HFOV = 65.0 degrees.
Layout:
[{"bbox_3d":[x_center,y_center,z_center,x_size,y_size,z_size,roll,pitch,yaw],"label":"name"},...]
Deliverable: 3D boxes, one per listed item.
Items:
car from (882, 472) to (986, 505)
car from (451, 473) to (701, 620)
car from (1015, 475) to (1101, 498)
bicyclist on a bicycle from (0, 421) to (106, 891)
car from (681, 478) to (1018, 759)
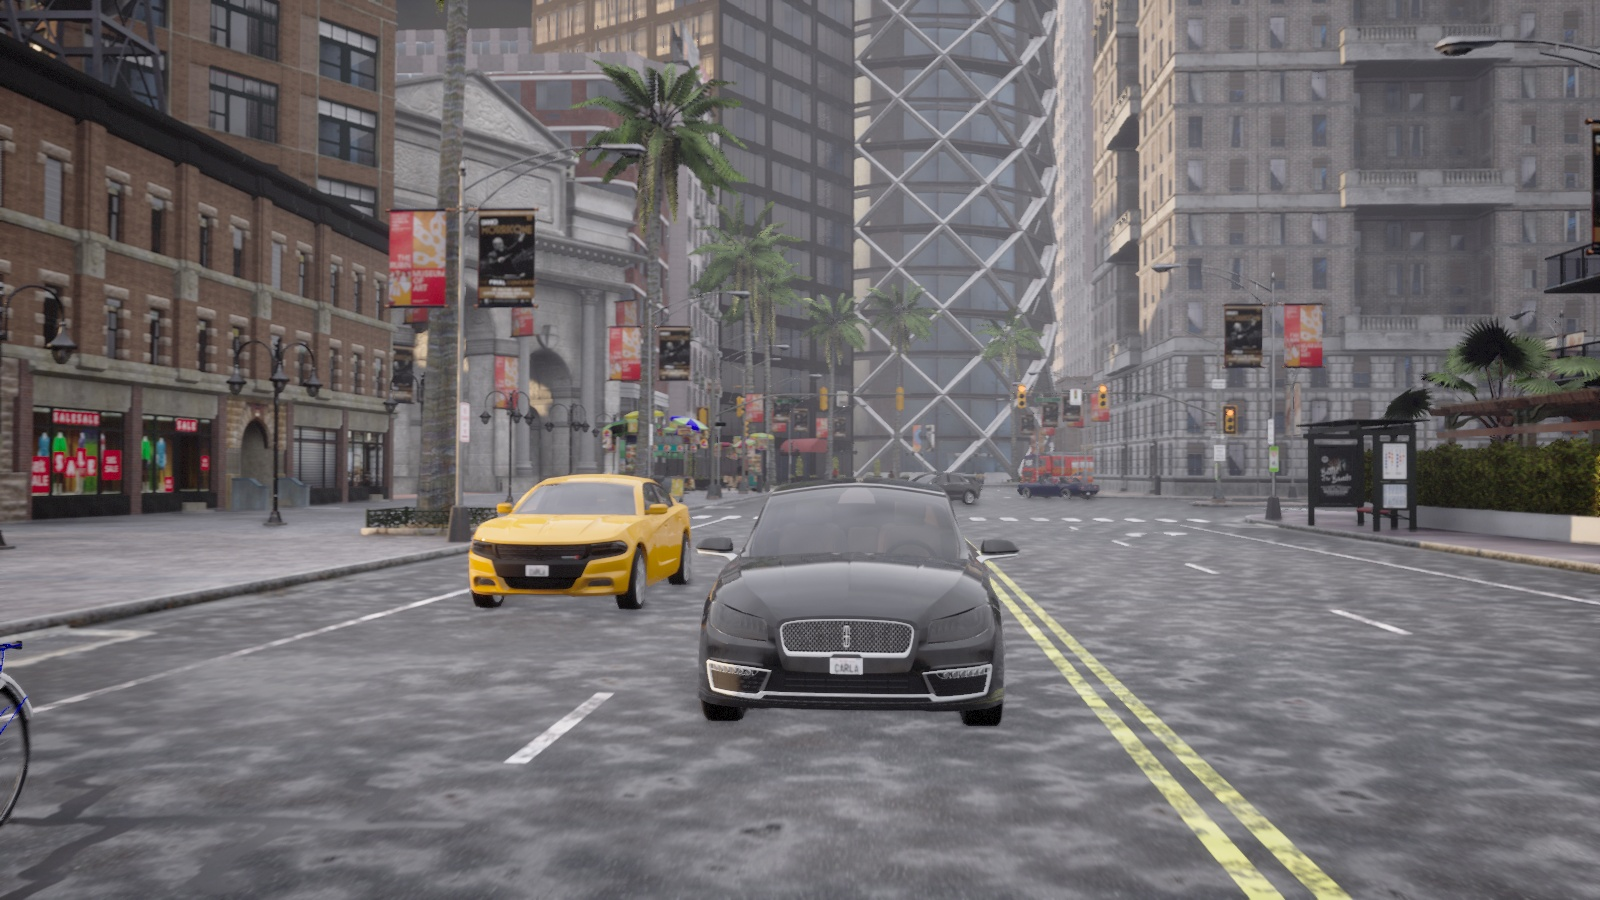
[{"bbox_3d":[6.341,1.789,59.314,4.892,1.490,1.837,0,-2,-36],"label":"car"},{"bbox_3d":[-2.570,1.066,15.754,1.882,1.535,5.008,0,-1,4],"label":"car"},{"bbox_3d":[14.854,2.074,72.544,1.895,1.301,4.718,1,-1,-39],"label":"car"},{"bbox_3d":[-3.369,0.773,4.502,0.659,1.776,1.843,0,-1,3],"label":"bicyclist on a bicycle"},{"bbox_3d":[0.447,0.974,9.321,1.837,1.490,4.892,0,-1,4],"label":"car"}]
